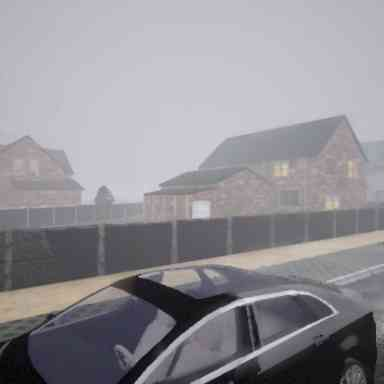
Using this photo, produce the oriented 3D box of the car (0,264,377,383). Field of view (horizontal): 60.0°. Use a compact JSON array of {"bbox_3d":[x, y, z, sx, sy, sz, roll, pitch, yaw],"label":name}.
[{"bbox_3d":[-0.181,1.528,2.924,4.902,1.511,2.128,0,-1,-38],"label":"car"}]
